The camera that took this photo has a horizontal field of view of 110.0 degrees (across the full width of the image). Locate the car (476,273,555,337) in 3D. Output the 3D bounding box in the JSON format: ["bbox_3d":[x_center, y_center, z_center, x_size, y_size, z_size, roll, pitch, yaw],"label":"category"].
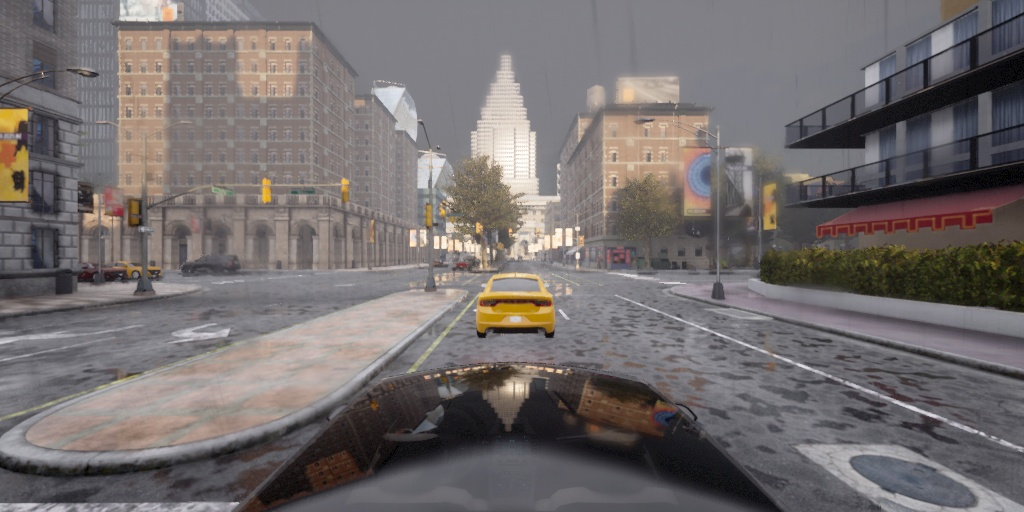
[{"bbox_3d":[0.094,1.227,10.310,1.882,1.535,5.008,0,0,0],"label":"car"}]

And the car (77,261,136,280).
[{"bbox_3d":[-33.939,1.226,28.817,5.008,1.535,1.882,0,0,0],"label":"car"}]

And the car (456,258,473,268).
[{"bbox_3d":[-7.987,1.348,59.052,1.895,1.301,4.718,0,0,0],"label":"car"}]

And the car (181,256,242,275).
[{"bbox_3d":[-33.011,0.969,39.515,5.566,2.045,2.150,0,0,0],"label":"car"}]

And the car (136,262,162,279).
[{"bbox_3d":[-34.574,1.226,32.315,5.008,1.535,1.882,0,0,0],"label":"car"}]
